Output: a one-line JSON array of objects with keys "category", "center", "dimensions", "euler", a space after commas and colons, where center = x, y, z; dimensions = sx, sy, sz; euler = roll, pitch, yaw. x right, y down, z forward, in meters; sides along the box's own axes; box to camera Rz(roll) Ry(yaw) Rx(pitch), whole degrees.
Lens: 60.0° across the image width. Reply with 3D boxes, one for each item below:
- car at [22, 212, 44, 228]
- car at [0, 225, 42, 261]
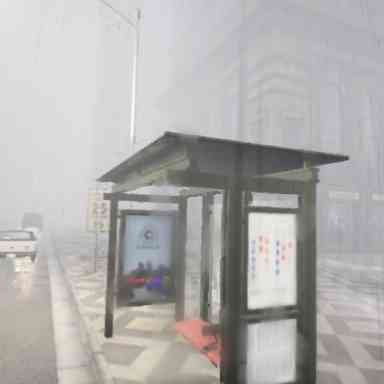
[{"category": "car", "center": [-18.738, 3.416, 39.163], "dimensions": [2.150, 2.045, 5.566], "euler": [3, -4, -24]}, {"category": "car", "center": [-8.408, 2.479, 15.916], "dimensions": [1.895, 1.301, 4.718], "euler": [3, -4, -24]}]
